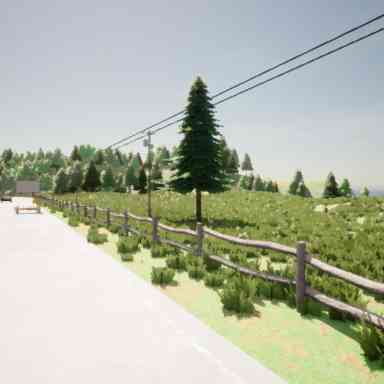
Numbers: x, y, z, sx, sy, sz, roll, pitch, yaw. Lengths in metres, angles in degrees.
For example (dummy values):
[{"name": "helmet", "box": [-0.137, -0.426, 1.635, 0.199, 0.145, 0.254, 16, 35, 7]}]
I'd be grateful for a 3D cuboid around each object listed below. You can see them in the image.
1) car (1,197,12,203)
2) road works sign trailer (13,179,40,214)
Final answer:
[{"name": "car", "box": [-37.356, 1.588, 67.048, 1.895, 1.301, 4.718, 0, 0, -27]}, {"name": "road works sign trailer", "box": [-17.409, 0.464, 35.283, 2.380, 3.560, 2.880, 0, 0, -27]}]
